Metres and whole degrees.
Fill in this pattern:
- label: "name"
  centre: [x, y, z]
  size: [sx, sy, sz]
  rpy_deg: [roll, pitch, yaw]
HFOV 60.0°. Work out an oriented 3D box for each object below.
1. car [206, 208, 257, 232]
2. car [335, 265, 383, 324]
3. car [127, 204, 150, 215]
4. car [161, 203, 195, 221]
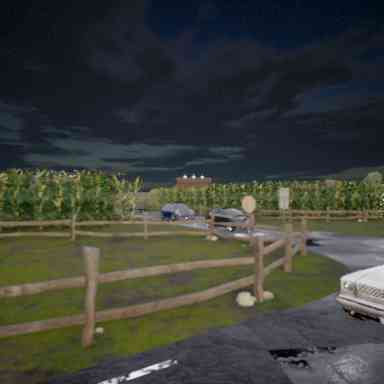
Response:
- label: "car"
  centre: [2.706, 1.909, 23.786]
  size: [1.837, 1.490, 4.892]
  rpy_deg: [0, -1, -26]
- label: "car"
  centre: [4.816, 1.697, 6.273]
  size: [4.718, 1.301, 1.895]
  rpy_deg: [1, -1, -34]
- label: "car"
  centre: [-7.136, 2.306, 44.471]
  size: [1.895, 1.301, 4.718]
  rpy_deg: [0, -1, -26]
- label: "car"
  centre: [-1.434, 1.884, 32.489]
  size: [2.097, 1.767, 4.553]
  rpy_deg: [0, -1, -25]
